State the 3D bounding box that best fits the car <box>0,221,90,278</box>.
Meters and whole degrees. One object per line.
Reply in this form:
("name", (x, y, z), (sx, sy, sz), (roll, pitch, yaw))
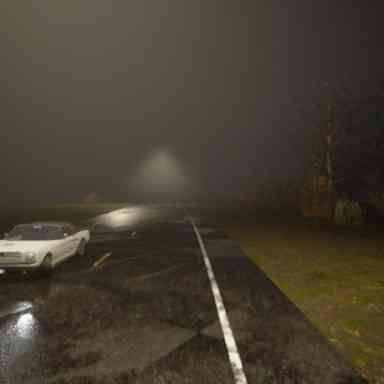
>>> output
("car", (-4.752, 1.636, 10.352), (1.895, 1.301, 4.718), (0, 0, -1))
